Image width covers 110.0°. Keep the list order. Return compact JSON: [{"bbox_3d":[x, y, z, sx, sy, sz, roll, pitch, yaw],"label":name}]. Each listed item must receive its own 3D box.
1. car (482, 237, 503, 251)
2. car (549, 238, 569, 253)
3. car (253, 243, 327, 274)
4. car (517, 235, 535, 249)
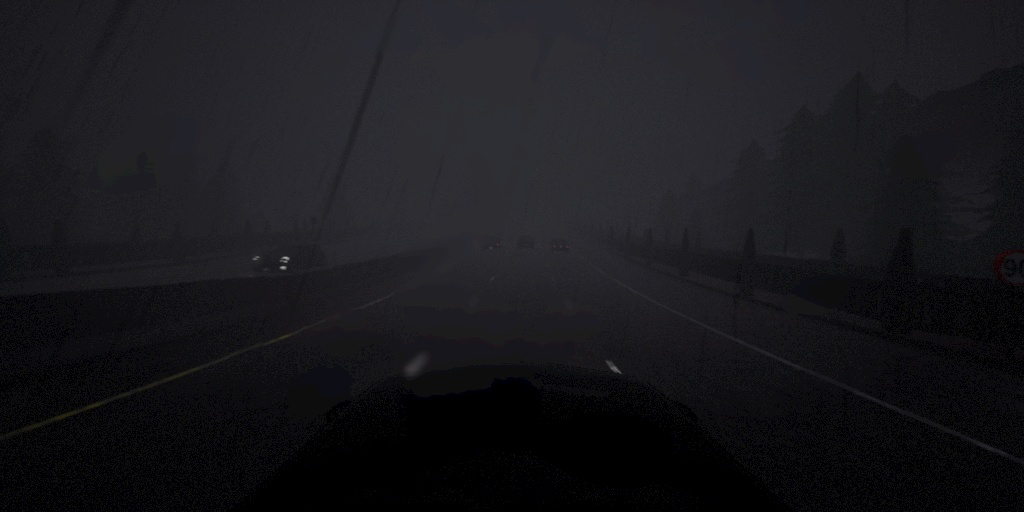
[{"bbox_3d":[-2.002,-1.377,38.968,1.895,1.301,4.718,1,7,3],"label":"car"},{"bbox_3d":[4.942,-1.179,37.803,2.033,1.411,5.357,1,7,3],"label":"car"},{"bbox_3d":[-13.369,0.044,21.875,2.097,1.767,4.553,1,5,3],"label":"car"},{"bbox_3d":[1.611,-1.684,41.008,1.882,1.535,5.008,1,7,3],"label":"car"}]
